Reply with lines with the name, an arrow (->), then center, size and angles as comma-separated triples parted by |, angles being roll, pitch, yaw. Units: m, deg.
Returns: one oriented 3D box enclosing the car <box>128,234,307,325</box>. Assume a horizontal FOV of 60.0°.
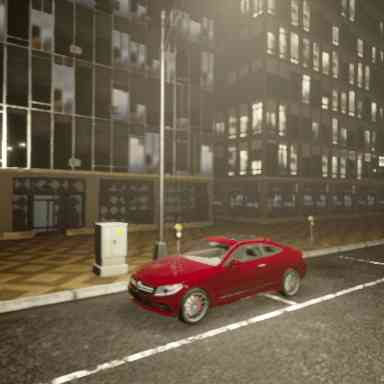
car -> 0.734, 1.602, 7.081 | 4.206, 1.307, 1.802 | 0, 0, -36
